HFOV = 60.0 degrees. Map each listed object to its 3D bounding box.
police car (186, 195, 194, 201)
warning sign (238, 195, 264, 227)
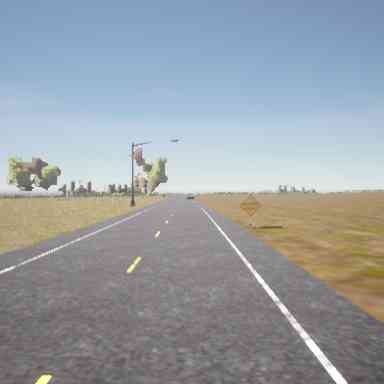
[{"bbox_3d":[-0.377,1.554,89.896,1.930,1.638,5.238,0,0,-2],"label":"police car"},{"bbox_3d":[3.476,1.108,19.753,1.300,1.860,1.060,0,0,0],"label":"warning sign"}]
